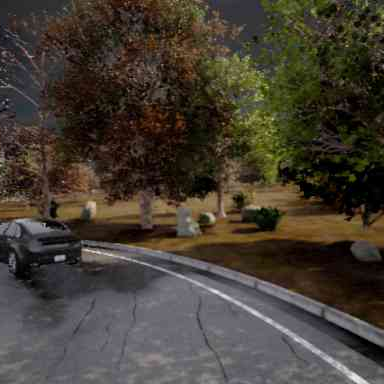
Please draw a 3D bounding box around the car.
[{"bbox_3d":[-5.427,1.634,11.048,4.892,1.490,1.837,-1,-1,45],"label":"car"}]
